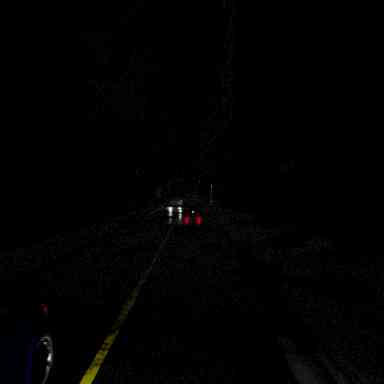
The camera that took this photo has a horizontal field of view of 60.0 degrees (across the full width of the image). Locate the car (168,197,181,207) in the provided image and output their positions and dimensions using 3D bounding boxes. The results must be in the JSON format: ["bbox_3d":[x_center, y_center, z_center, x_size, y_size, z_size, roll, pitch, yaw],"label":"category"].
[{"bbox_3d":[-2.500,1.576,51.400,1.812,1.442,4.674,0,0,0],"label":"car"}]

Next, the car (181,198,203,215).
[{"bbox_3d":[0.100,1.619,34.148,1.895,1.301,4.718,0,0,0],"label":"car"}]

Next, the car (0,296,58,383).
[{"bbox_3d":[-2.598,1.564,2.307,1.994,1.385,4.181,0,0,0],"label":"car"}]
